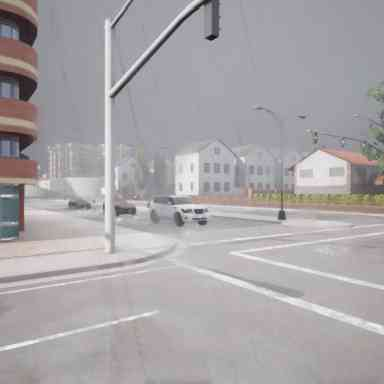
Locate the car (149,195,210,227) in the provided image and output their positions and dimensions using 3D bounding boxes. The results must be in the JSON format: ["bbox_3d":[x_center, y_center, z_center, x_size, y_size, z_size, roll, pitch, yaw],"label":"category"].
[{"bbox_3d":[-1.053,1.221,23.514,2.150,2.045,5.566,0,0,-35],"label":"car"}]

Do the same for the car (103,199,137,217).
[{"bbox_3d":[-7.071,1.476,32.218,1.882,1.535,5.008,0,0,-35],"label":"car"}]

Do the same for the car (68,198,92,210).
[{"bbox_3d":[-14.674,1.546,43.244,2.033,1.411,5.357,0,0,-34],"label":"car"}]
